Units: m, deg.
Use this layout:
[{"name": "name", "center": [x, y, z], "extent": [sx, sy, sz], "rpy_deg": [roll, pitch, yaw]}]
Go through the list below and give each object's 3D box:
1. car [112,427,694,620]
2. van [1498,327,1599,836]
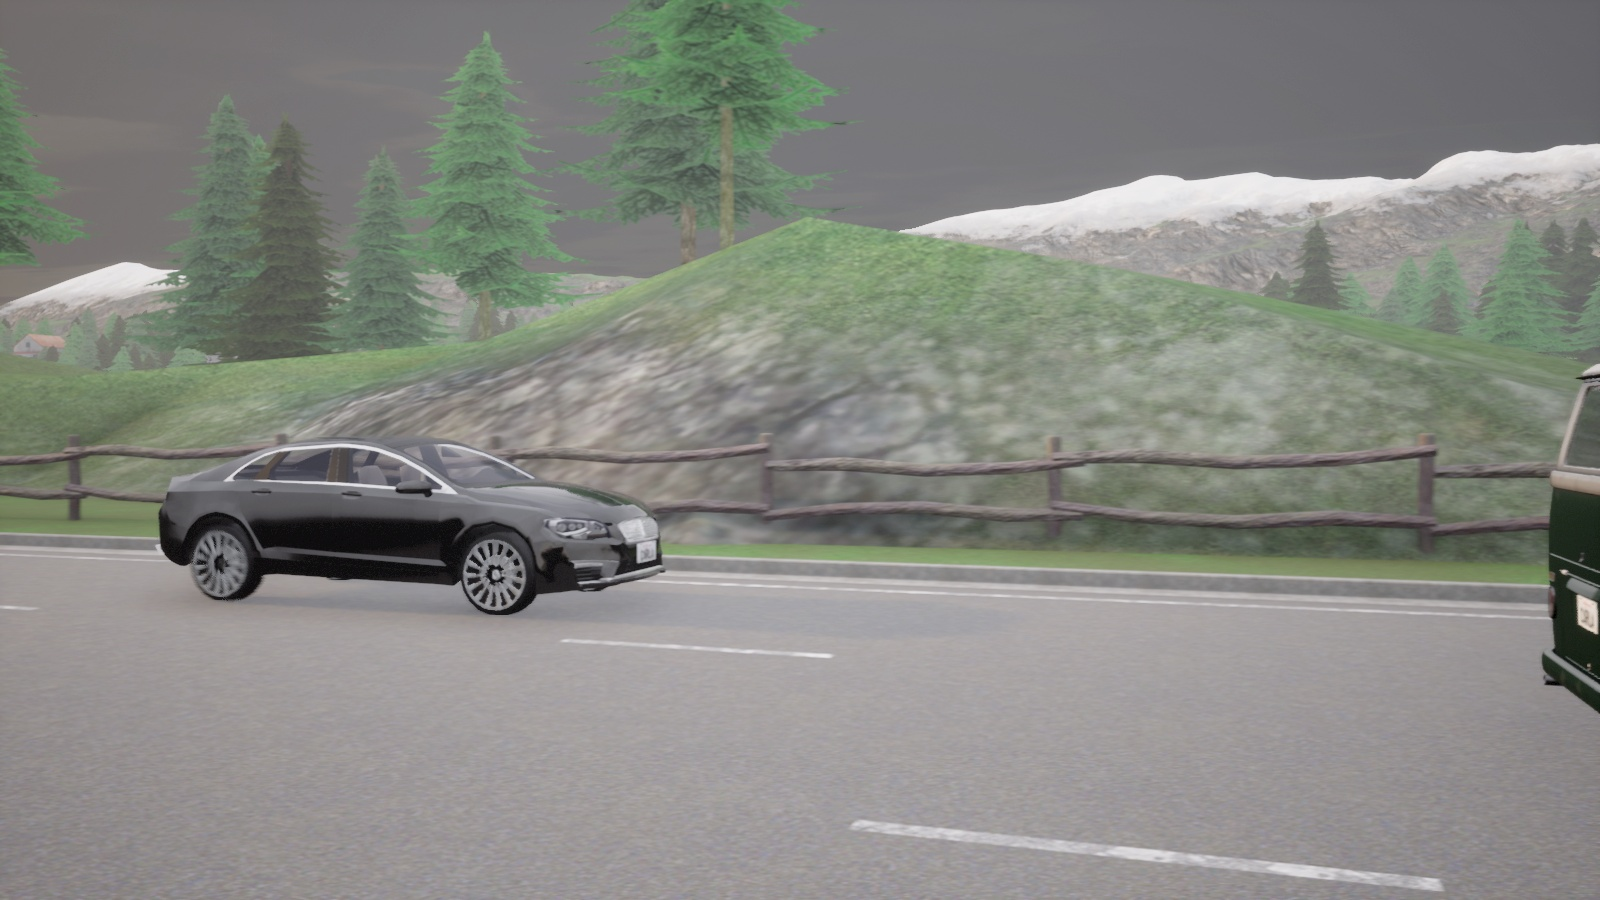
[{"name": "car", "center": [-3.684, 0.560, 11.817], "extent": [4.902, 1.511, 2.128], "rpy_deg": [1, 1, 19]}, {"name": "van", "center": [5.494, 0.527, 5.033], "extent": [4.442, 1.987, 1.775], "rpy_deg": [1, 1, 19]}]
